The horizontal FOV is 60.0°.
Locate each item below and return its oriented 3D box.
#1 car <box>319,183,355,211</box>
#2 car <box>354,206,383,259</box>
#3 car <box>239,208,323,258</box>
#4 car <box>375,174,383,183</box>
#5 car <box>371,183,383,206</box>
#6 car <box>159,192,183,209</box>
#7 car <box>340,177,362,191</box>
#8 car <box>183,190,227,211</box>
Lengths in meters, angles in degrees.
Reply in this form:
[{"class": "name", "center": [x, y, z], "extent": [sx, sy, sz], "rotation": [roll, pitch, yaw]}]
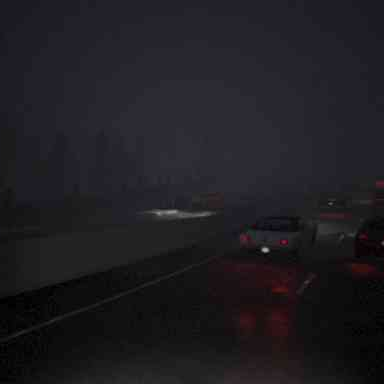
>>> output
[{"class": "car", "center": [11.225, 0.471, 26.022], "extent": [1.882, 1.535, 5.008], "rotation": [-1, 5, 31]}, {"class": "car", "center": [6.979, 1.464, 11.855], "extent": [1.994, 1.385, 4.181], "rotation": [-1, 2, 31]}, {"class": "car", "center": [3.553, 1.563, 12.943], "extent": [1.895, 1.301, 4.718], "rotation": [-1, 2, 31]}, {"class": "car", "center": [20.630, -1.116, 35.172], "extent": [2.097, 1.767, 4.553], "rotation": [-1, 6, 31]}, {"class": "car", "center": [14.308, 0.452, 24.354], "extent": [1.837, 1.490, 4.892], "rotation": [-1, 6, 31]}, {"class": "car", "center": [-1.361, 0.757, 32.440], "extent": [1.812, 1.442, 4.674], "rotation": [-1, 5, 31]}, {"class": "car", "center": [17.817, -0.996, 37.284], "extent": [1.882, 1.535, 5.008], "rotation": [-1, 7, 31]}, {"class": "car", "center": [1.536, 0.692, 30.464], "extent": [1.882, 1.535, 5.008], "rotation": [-1, 5, 31]}]
